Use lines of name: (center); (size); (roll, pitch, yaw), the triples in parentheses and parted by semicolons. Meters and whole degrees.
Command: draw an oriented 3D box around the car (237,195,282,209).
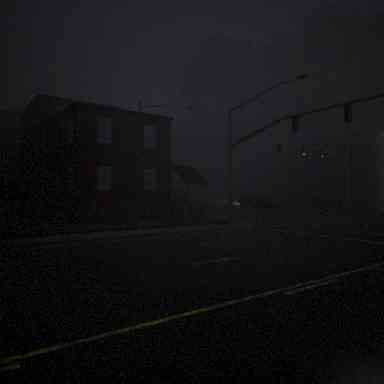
car: (7.413, 1.025, 36.861); (2.033, 1.411, 5.357); (0, 5, -35)
